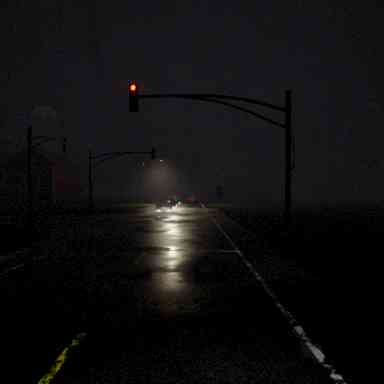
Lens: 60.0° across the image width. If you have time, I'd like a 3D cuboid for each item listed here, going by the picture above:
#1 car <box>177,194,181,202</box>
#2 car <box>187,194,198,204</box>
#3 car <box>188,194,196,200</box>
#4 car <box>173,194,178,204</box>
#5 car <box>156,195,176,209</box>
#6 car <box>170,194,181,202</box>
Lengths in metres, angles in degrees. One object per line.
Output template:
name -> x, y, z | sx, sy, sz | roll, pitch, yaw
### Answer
car -> -3.562, 1.416, 62.482 | 1.882, 1.535, 5.008 | 0, 0, 1
car -> 0.095, 1.504, 61.304 | 1.994, 1.385, 4.181 | 0, 0, 0
car -> -0.004, 1.387, 86.362 | 1.837, 1.490, 4.892 | 0, 0, 0
car -> -3.581, 1.479, 53.131 | 1.812, 1.442, 4.674 | 0, 0, 0
car -> -3.591, 1.530, 44.470 | 1.994, 1.385, 4.181 | 0, 0, 0
car -> -3.501, 1.266, 72.458 | 2.097, 1.767, 4.553 | 0, 0, 0
